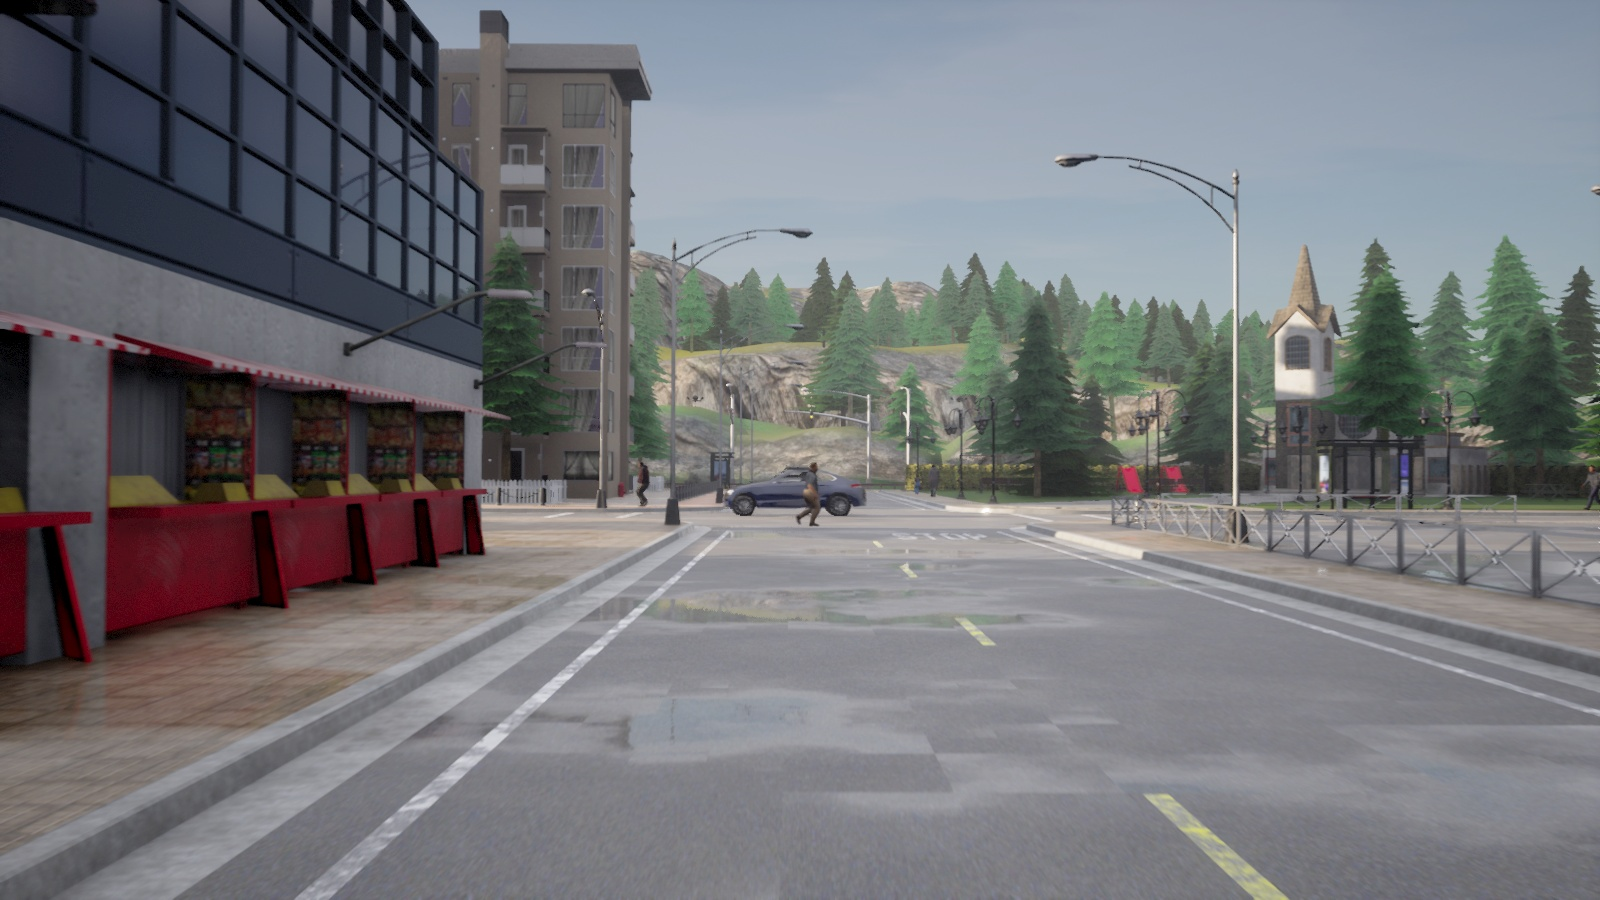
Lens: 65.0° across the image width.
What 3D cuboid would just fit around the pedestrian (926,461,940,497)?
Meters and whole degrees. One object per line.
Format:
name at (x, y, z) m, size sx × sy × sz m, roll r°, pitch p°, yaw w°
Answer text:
pedestrian at (7.382, 1.612, 69.681) m, size 0.659 × 1.952 × 0.873 m, roll 0°, pitch -1°, yaw -2°

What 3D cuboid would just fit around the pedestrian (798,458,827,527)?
pedestrian at (0.333, 1.156, 34.187) m, size 0.694 × 1.848 × 0.540 m, roll 0°, pitch -1°, yaw -10°

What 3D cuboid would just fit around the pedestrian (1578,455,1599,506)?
pedestrian at (30.422, 1.171, 48.207) m, size 0.788 × 1.949 × 0.423 m, roll 0°, pitch -1°, yaw -3°

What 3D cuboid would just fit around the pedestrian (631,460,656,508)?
pedestrian at (-6.041, 1.310, 48.519) m, size 0.899 × 1.844 × 0.634 m, roll 0°, pitch -1°, yaw -4°

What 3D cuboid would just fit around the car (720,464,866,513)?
car at (-0.255, 1.340, 44.232) m, size 5.027 × 1.651 × 2.152 m, roll 0°, pitch -1°, yaw -1°
